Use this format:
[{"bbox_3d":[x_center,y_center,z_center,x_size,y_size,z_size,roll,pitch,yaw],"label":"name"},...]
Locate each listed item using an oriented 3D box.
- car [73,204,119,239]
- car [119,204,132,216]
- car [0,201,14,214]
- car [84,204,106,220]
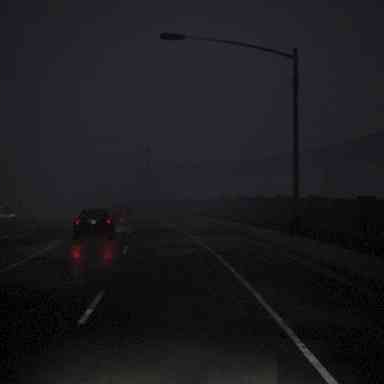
[{"bbox_3d":[-5.590,1.667,19.620,2.097,1.767,4.553,0,-1,-11],"label":"car"},{"bbox_3d":[-8.769,2.198,40.934,2.128,1.511,4.902,0,-1,-25],"label":"car"},{"bbox_3d":[-29.826,2.409,51.955,5.566,2.045,2.150,-2,-1,43],"label":"car"},{"bbox_3d":[-10.893,2.177,37.283,1.837,1.490,4.892,0,-1,-22],"label":"car"}]
